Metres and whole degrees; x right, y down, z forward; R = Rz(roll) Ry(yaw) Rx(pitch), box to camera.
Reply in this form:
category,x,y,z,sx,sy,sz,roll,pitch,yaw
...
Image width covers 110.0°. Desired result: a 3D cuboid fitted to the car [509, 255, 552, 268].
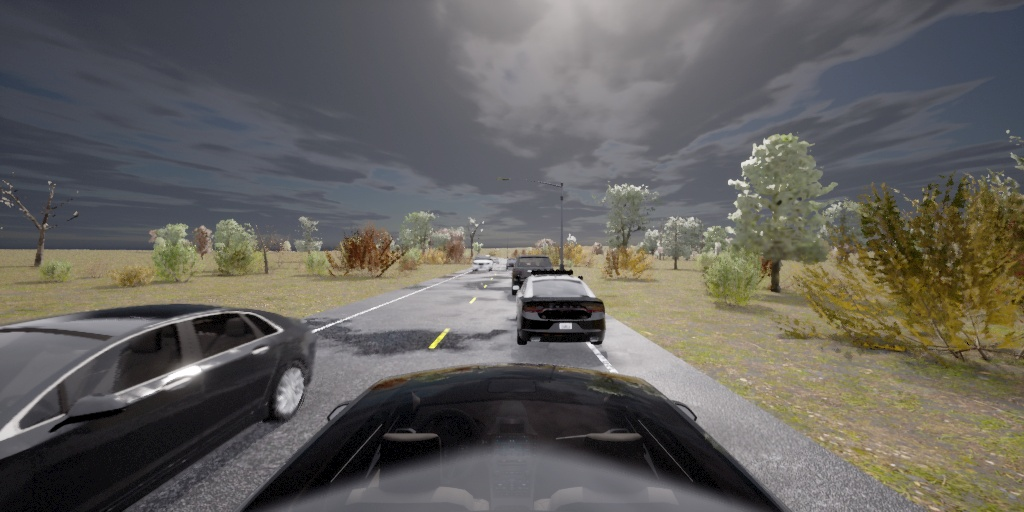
category,x,y,z,sx,sy,sz,roll,pitch,yaw
car,1.060,0.957,19.536,2.150,2.045,5.566,0,0,0

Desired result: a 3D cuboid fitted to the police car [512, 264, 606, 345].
category,x,y,z,sx,sy,sz,roll,pitch,yaw
police car,1.055,1.170,9.615,1.930,1.638,5.238,0,0,0

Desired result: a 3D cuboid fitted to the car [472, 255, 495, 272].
category,x,y,z,sx,sy,sz,roll,pitch,yaw
car,-3.577,0.905,44.187,2.150,2.045,5.566,0,0,0

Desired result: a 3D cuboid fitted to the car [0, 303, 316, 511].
category,x,y,z,sx,sy,sz,roll,pitch,yaw
car,-3.599,1.254,2.980,1.837,1.490,4.892,0,0,0

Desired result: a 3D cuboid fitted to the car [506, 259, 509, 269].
category,x,y,z,sx,sy,sz,roll,pitch,yaw
car,0.083,1.209,52.255,2.033,1.411,5.357,0,0,1
